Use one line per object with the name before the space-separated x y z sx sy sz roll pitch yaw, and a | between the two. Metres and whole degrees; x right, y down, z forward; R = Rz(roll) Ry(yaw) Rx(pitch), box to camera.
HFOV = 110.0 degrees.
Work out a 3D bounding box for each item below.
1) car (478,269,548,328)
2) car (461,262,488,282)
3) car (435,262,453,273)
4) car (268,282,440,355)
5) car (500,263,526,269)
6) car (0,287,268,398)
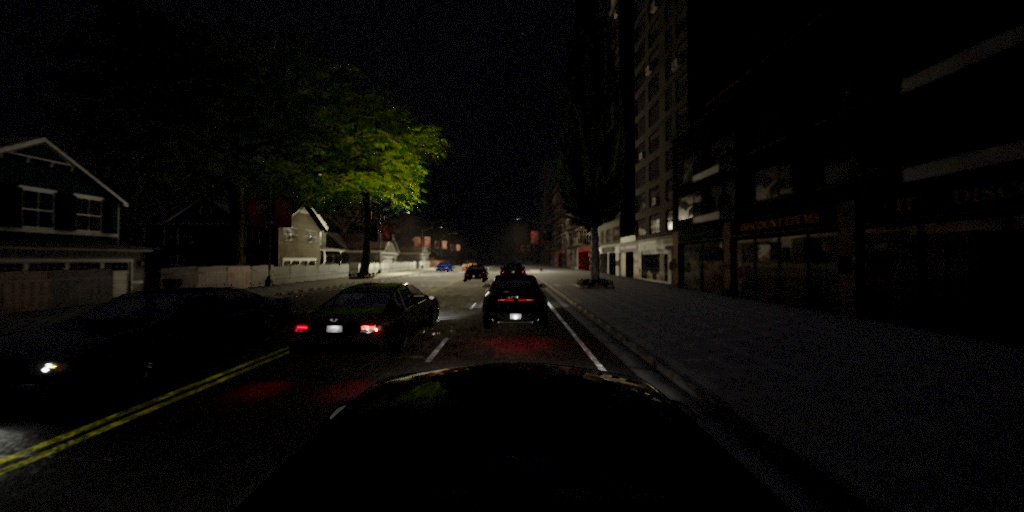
car | 0.091 1.339 11.778 1.837 1.490 4.892 0 0 0
car | -3.175 1.520 32.107 1.812 1.442 4.674 0 0 0
car | -9.835 1.619 52.397 1.882 1.535 5.008 0 0 0
car | -3.156 1.357 8.860 2.033 1.411 5.357 0 0 0
car | 0.073 1.331 30.103 2.097 1.767 4.553 0 -1 0
car | -6.603 1.342 7.093 2.033 1.411 5.357 0 0 0
